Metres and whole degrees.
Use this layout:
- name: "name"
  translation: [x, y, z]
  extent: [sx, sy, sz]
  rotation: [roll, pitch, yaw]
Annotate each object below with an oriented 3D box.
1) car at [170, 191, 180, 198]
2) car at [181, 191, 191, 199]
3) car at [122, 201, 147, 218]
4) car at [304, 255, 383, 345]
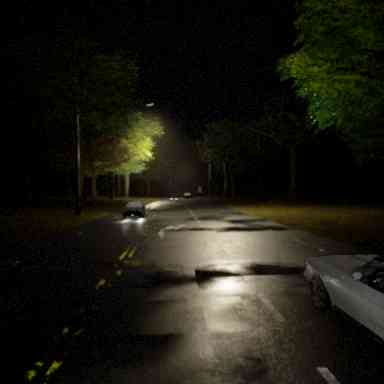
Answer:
- name: "car"
  translation: [-4.965, 0.999, 90.634]
  extent: [1.994, 1.385, 4.181]
  rotation: [-1, 1, -3]
- name: "car"
  translation: [-1.175, 0.966, 85.501]
  extent: [2.128, 1.511, 4.902]
  rotation: [-1, 1, -3]
- name: "car"
  translation: [-5.157, 1.548, 30.409]
  extent: [2.033, 1.411, 5.357]
  rotation: [-1, 0, -4]
- name: "car"
  translation: [3.310, 1.517, 4.695]
  extent: [1.895, 1.301, 4.718]
  rotation: [-1, 0, -3]
